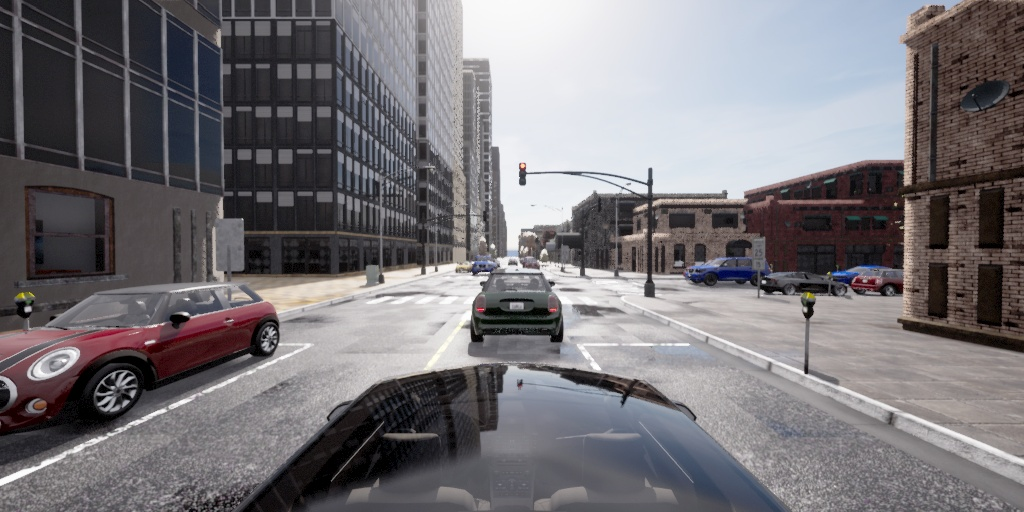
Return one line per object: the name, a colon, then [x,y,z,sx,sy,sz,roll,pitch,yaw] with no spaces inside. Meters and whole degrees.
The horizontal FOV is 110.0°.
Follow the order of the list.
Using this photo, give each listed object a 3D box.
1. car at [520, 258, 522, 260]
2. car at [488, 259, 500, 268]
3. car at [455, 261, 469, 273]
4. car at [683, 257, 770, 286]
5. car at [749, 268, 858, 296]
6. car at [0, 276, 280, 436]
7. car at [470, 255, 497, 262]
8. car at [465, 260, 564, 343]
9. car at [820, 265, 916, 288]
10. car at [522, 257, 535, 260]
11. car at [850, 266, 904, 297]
car: [2.773,1.040,60.384,2.192,1.841,5.009,0,0,0]
car: [-2.989,1.251,61.180,1.812,1.442,4.674,0,0,0]
car: [-5.769,1.257,43.349,1.751,1.417,4.829,0,0,0]
car: [15.765,1.100,26.203,5.566,2.045,2.150,1,1,1]
car: [16.438,1.543,20.415,4.313,1.339,1.948,0,0,1]
car: [-5.686,1.188,5.572,1.967,1.591,4.097,0,0,0]
car: [-2.942,0.957,37.030,2.150,2.045,5.566,0,0,-2]
car: [0.146,1.098,9.871,2.097,1.767,4.553,0,0,1]
car: [25.733,1.451,26.063,5.008,1.535,1.882,1,1,1]
car: [2.757,1.169,49.096,1.967,1.591,4.097,0,0,0]
car: [21.985,1.470,20.336,4.097,1.591,1.967,0,0,1]
